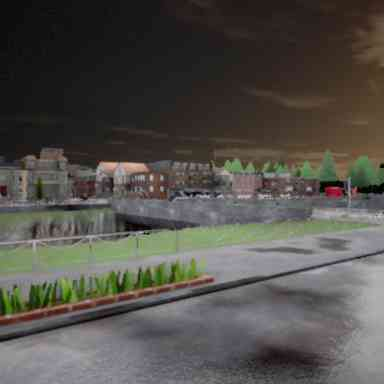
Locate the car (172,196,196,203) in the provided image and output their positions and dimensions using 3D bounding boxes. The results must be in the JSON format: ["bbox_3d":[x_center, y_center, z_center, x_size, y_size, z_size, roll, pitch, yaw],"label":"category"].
[{"bbox_3d":[-1.316,1.380,50.854,1.812,1.442,4.674,0,0,-35],"label":"car"}]
